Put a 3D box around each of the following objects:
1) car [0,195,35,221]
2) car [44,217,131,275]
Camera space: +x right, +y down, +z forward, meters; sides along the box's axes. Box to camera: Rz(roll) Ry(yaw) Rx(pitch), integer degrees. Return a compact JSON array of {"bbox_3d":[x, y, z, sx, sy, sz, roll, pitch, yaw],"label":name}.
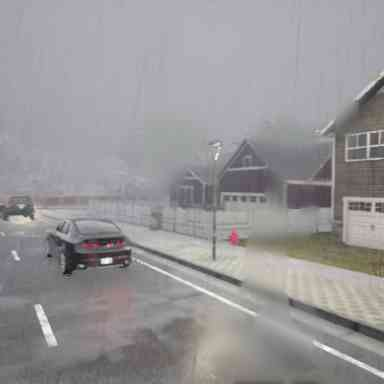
[{"bbox_3d":[-14.838,1.282,28.136,2.150,2.045,5.566,1,-1,-35],"label":"car"},{"bbox_3d":[-3.517,1.568,10.827,1.837,1.490,4.892,1,-1,-32],"label":"car"}]
